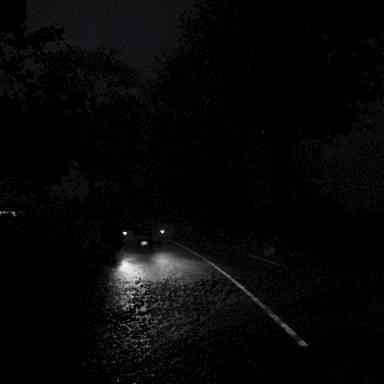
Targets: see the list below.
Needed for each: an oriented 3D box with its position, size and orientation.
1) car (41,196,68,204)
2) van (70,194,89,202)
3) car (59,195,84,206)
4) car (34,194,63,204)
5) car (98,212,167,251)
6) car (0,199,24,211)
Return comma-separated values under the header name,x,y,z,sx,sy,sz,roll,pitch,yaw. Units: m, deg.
name,x,y,z,sx,sy,sz,roll,pitch,yaw
car,-28.250,1.627,68.523,4.674,1.452,2.002,1,0,-3
van,-28.881,1.422,85.468,4.442,1.987,1.878,1,0,-3
car,-19.935,1.635,55.290,1.812,1.442,4.674,1,0,-2
car,-28.148,1.323,65.701,5.566,2.045,2.435,1,0,-3
car,-2.687,1.567,14.213,1.895,1.301,4.718,1,0,-26
car,-21.656,1.528,40.164,2.033,1.411,5.357,0,0,-18
